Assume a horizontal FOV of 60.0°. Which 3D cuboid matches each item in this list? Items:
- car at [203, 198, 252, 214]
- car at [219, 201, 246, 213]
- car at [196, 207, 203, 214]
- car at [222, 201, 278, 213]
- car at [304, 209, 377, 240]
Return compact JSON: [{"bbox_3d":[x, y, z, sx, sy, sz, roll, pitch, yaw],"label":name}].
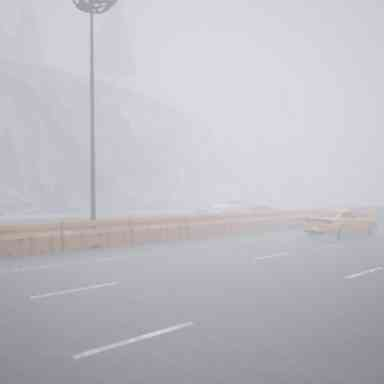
[{"bbox_3d":[4.453,1.737,37.008,5.566,2.045,2.150,0,-1,-32],"label":"car"},{"bbox_3d":[5.526,1.954,33.504,4.892,1.490,1.837,0,-1,-32],"label":"car"},{"bbox_3d":[2.876,2.061,40.112,5.008,1.535,1.882,0,-1,-32],"label":"car"},{"bbox_3d":[5.459,1.863,29.300,5.008,1.535,1.882,0,-1,-33],"label":"car"},{"bbox_3d":[8.256,1.659,18.316,5.008,1.535,1.882,0,-1,-35],"label":"car"}]
